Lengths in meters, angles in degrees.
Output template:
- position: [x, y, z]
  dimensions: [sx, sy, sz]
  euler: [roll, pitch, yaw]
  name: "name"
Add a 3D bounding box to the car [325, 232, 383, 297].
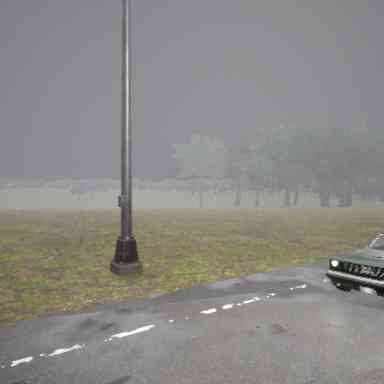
- position: [5.190, 1.600, 7.754]
  dimensions: [4.718, 1.301, 1.895]
  euler: [0, 0, -36]
  name: "car"
